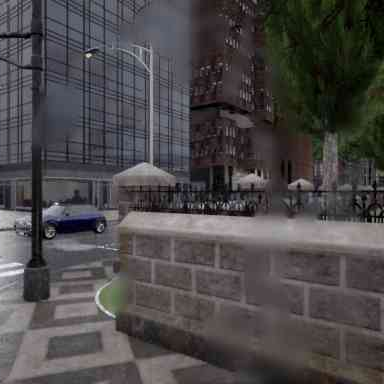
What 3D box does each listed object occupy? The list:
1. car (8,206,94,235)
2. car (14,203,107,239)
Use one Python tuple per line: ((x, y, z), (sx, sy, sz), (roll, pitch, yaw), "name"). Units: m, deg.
((-8.445, 1.632, 20.222), (2.008, 1.369, 4.403), (0, -1, 36), "car")
((-6.877, 1.426, 17.834), (2.097, 1.767, 4.553), (0, 0, 36), "car")
